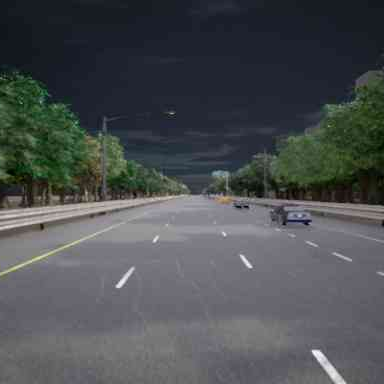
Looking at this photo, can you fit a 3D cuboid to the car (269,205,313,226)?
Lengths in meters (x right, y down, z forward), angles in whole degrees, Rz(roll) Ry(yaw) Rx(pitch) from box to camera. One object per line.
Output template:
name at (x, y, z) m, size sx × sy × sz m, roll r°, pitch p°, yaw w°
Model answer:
car at (7.018, 1.625, 24.144) m, size 2.033 × 1.411 × 5.357 m, roll 0°, pitch 0°, yaw 0°

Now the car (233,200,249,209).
car at (7.104, 1.834, 48.917) m, size 1.895 × 1.301 × 4.718 m, roll 0°, pitch 0°, yaw 0°

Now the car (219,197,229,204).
car at (7.271, 1.895, 75.486) m, size 1.882 × 1.535 × 5.008 m, roll 0°, pitch 0°, yaw 0°
